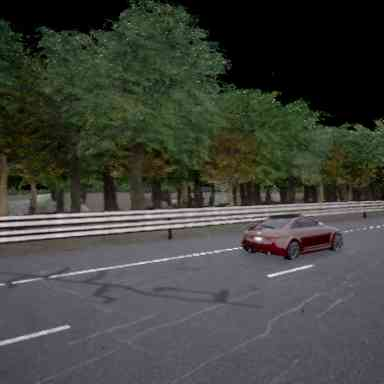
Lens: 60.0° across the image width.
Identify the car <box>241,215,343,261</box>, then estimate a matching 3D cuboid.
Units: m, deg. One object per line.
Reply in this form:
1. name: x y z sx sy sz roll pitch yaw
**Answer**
1. car: 3.777 1.533 12.307 4.181 1.385 1.994 0 0 -39
